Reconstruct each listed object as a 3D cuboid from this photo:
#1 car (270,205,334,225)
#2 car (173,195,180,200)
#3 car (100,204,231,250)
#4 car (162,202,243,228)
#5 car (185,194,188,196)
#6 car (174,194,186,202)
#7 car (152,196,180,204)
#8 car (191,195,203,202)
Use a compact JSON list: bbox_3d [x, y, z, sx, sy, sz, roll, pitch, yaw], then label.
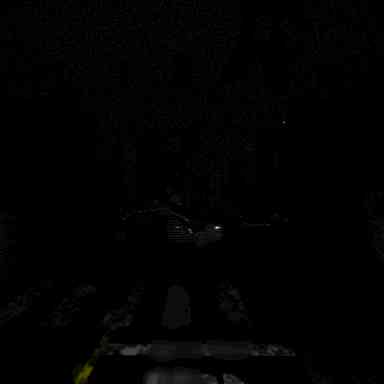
[{"bbox_3d":[7.599,1.565,23.197,4.181,1.385,1.994,-1,-1,3],"label":"car"},{"bbox_3d":[-4.418,1.473,94.760,1.752,1.417,4.829,1,0,0],"label":"car"},{"bbox_3d":[-1.123,1.369,13.110,4.902,1.511,2.128,-1,-1,0],"label":"car"},{"bbox_3d":[0.665,1.525,19.798,4.674,1.442,1.812,0,-1,0],"label":"car"},{"bbox_3d":[-2.000,1.507,55.878,2.033,1.411,5.357,0,0,1],"label":"car"},{"bbox_3d":[-2.148,1.448,42.717,1.882,1.535,5.008,0,0,1],"label":"car"},{"bbox_3d":[-2.751,1.461,30.738,1.882,1.535,5.008,0,1,8],"label":"car"},{"bbox_3d":[0.967,1.305,63.003,2.097,1.767,4.553,0,0,0],"label":"car"}]
